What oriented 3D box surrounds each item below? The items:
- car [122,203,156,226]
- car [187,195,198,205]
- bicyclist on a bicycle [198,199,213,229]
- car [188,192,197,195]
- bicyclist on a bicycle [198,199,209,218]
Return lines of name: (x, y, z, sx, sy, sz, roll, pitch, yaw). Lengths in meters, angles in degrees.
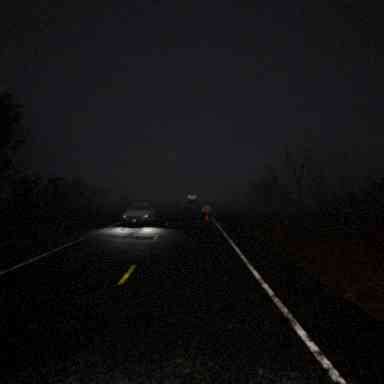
car: (-3.604, 1.505, 23.154, 1.812, 1.442, 4.674, 0, 0, 0)
car: (0.089, 1.519, 54.953, 1.895, 1.301, 4.718, 0, 0, 0)
bicyclist on a bicycle: (0.936, 1.418, 20.674, 0.866, 1.612, 1.509, 0, 0, 0)
car: (-0.016, 1.093, 73.612, 2.150, 2.045, 5.566, 0, 0, 0)
bicyclist on a bicycle: (0.977, 1.408, 29.208, 0.866, 1.612, 1.509, 0, 0, 0)
